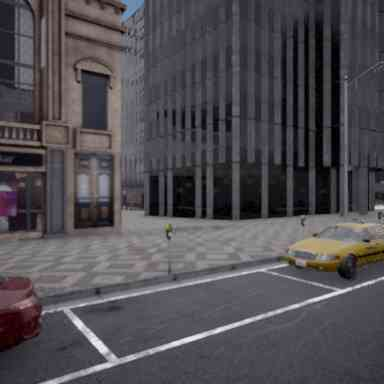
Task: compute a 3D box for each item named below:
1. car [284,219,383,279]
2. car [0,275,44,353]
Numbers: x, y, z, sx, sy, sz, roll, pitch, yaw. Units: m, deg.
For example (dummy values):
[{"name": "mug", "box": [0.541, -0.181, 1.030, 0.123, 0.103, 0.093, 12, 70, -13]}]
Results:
[{"name": "car", "box": [4.807, 1.522, 10.069, 4.829, 1.417, 1.752, 0, 0, -35]}, {"name": "car", "box": [-3.995, 1.583, 3.800, 4.206, 1.307, 1.802, 0, 0, -35]}]
